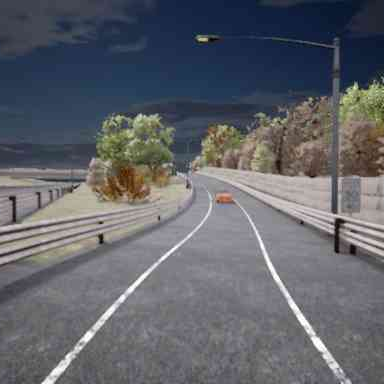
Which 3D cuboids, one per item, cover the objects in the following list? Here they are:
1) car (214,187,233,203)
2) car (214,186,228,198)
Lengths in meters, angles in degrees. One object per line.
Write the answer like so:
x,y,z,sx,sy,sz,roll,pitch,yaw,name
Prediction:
4.336,0.491,44.796,2.097,1.767,4.553,1,3,2,car
4.721,-0.043,54.937,1.837,1.490,4.892,1,5,1,car
